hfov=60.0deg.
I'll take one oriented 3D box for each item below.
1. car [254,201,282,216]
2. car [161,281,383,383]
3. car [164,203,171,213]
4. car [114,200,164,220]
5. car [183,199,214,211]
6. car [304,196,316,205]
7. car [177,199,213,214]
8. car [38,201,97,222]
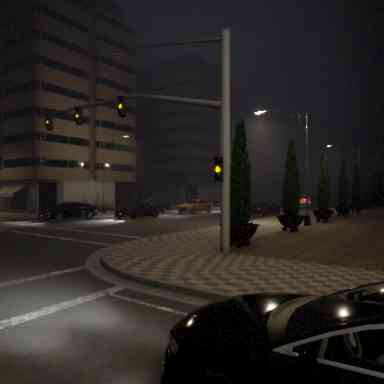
[{"bbox_3d":[7.668,1.618,34.115,1.994,1.385,4.181,0,0,35],"label":"car"},{"bbox_3d":[1.928,1.492,2.598,4.902,1.511,2.128,0,0,36],"label":"car"},{"bbox_3d":[-4.511,1.602,35.418,2.033,1.411,5.357,0,0,35],"label":"car"},{"bbox_3d":[-4.757,1.618,29.005,1.994,1.385,4.181,0,0,35],"label":"car"},{"bbox_3d":[0.940,1.618,43.107,1.994,1.385,4.181,0,0,36],"label":"car"},{"bbox_3d":[20.317,1.407,58.463,2.097,1.767,4.553,0,0,32],"label":"car"},{"bbox_3d":[0.394,1.532,36.293,1.882,1.535,5.008,0,0,35],"label":"car"},{"bbox_3d":[-10.132,1.559,27.461,1.837,1.490,4.892,0,0,35],"label":"car"}]
